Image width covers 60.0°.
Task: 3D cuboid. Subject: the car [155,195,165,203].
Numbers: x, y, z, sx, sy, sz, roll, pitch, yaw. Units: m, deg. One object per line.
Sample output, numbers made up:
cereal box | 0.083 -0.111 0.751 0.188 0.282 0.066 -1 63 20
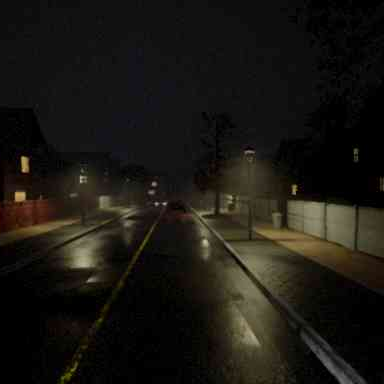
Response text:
car | -6.073 1.331 65.062 1.882 1.535 5.008 0 1 -3

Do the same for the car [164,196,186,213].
car | -1.640 1.324 34.691 1.882 1.535 5.008 0 0 -3

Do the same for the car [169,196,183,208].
car | -2.195 1.325 45.379 1.837 1.490 4.892 0 1 -3
